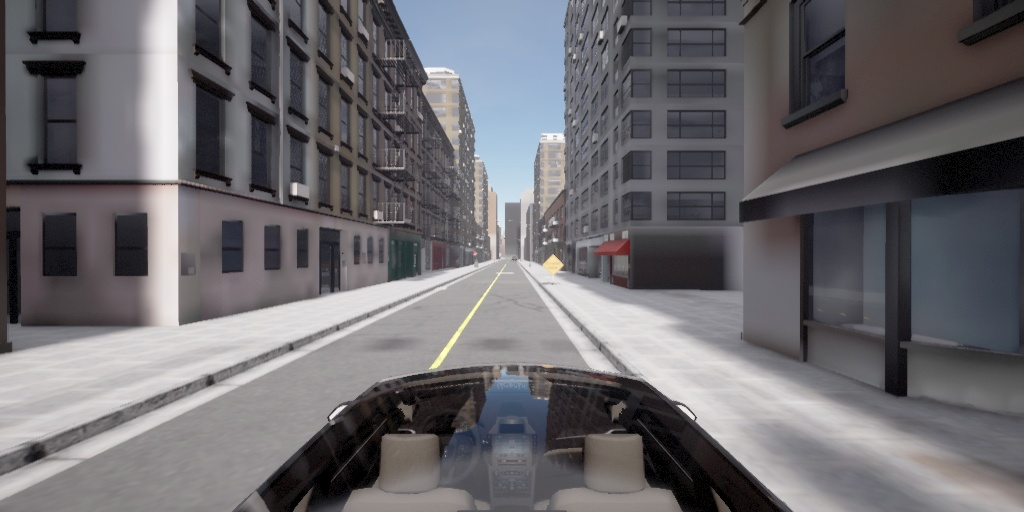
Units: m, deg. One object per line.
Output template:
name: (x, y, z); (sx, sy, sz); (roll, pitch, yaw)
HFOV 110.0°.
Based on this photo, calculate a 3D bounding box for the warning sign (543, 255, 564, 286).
warning sign: (2.517, 0.850, 21.999); (1.300, 1.860, 1.060); (0, 0, 0)
